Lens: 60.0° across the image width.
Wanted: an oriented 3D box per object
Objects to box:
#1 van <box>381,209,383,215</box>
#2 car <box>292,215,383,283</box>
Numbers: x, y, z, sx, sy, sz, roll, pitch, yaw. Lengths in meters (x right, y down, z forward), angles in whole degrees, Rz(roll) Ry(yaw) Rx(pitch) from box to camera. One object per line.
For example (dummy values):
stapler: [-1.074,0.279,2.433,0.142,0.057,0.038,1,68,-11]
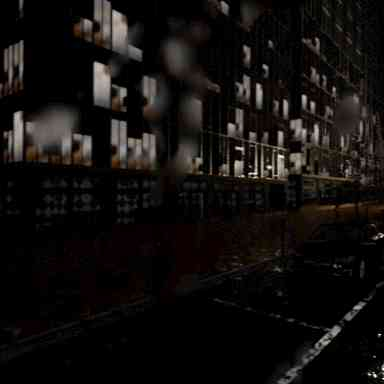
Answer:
van: [11.766,1.351,18.421,1.690,1.788,3.998,1,0,40]
car: [4.425,1.547,9.718,2.008,1.369,4.403,1,0,40]
